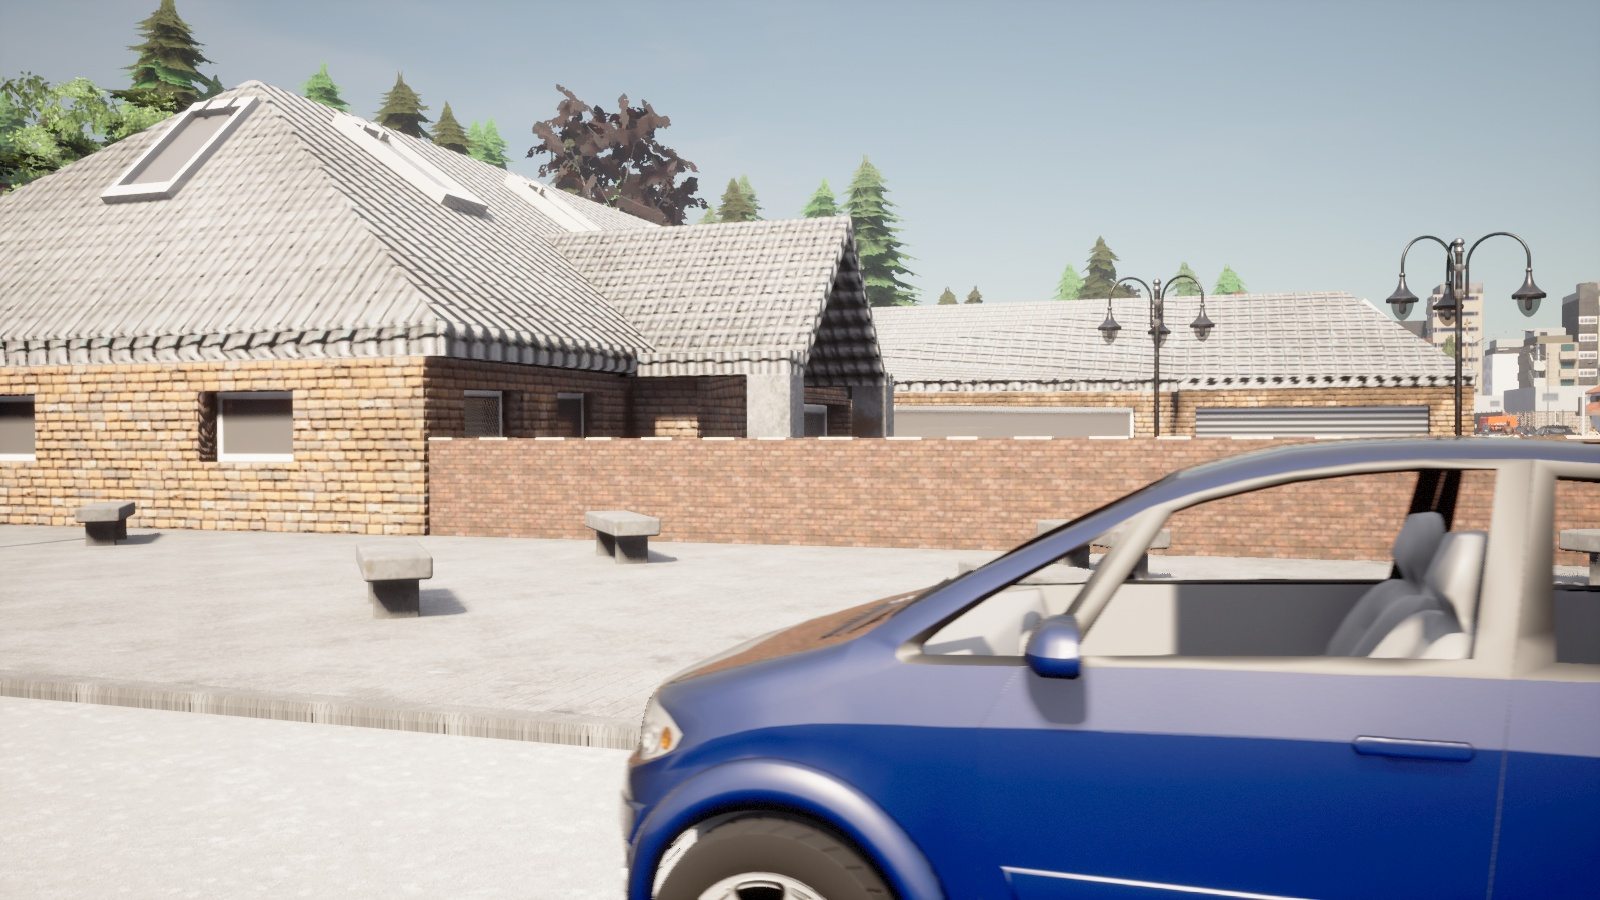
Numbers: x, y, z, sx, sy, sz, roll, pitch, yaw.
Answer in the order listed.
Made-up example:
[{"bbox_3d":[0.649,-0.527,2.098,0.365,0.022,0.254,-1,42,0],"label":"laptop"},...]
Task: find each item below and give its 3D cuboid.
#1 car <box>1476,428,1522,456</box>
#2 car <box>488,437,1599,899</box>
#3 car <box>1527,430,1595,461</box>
[{"bbox_3d":[47.662,-0.551,85.748,1.932,1.855,4.605,1,1,18],"label":"car"},{"bbox_3d":[1.288,0.757,3.285,3.705,1.549,1.789,1,1,19],"label":"car"},{"bbox_3d":[42.318,-0.290,69.938,2.242,1.667,4.611,1,1,19],"label":"car"}]
